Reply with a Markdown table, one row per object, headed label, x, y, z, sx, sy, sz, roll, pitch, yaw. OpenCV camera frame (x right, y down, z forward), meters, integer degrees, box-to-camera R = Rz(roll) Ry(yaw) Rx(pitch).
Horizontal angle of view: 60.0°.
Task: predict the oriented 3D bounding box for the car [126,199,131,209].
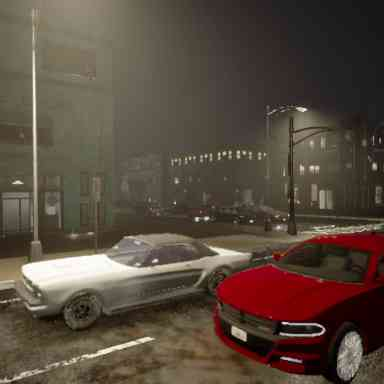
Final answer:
| label | x | y | z | sx | sy | sz | roll | pitch | yaw |
| --- | --- | --- | --- | --- | --- | --- | --- | --- | --- |
| car | -6.392 | 1.998 | 44.358 | 2.033 | 1.411 | 5.357 | -1 | 0 | -35 |

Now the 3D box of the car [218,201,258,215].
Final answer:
| label | x | y | z | sx | sy | sz | roll | pitch | yaw |
| --- | --- | --- | --- | --- | --- | --- | --- | --- | --- |
| car | 5.197 | 1.809 | 38.030 | 2.008 | 1.369 | 4.403 | -2 | 0 | -35 |

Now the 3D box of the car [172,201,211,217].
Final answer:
| label | x | y | z | sx | sy | sz | roll | pitch | yaw |
| --- | --- | --- | --- | --- | --- | --- | --- | --- | --- |
| car | -0.295 | 1.895 | 35.756 | 1.994 | 1.385 | 4.181 | -1 | 0 | -37 |

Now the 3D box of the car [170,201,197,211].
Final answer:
| label | x | y | z | sx | sy | sz | roll | pitch | yaw |
| --- | --- | --- | --- | --- | --- | --- | --- | --- | --- |
| car | -1.221 | 1.965 | 47.049 | 1.802 | 1.307 | 4.206 | -2 | 0 | -35 |

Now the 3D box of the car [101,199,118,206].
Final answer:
| label | x | y | z | sx | sy | sz | roll | pitch | yaw |
| --- | --- | --- | --- | --- | --- | --- | --- | --- | --- |
| car | -17.270 | 2.226 | 69.596 | 1.887 | 1.381 | 4.507 | -1 | 0 | -35 |

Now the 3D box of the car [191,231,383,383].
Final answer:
| label | x | y | z | sx | sy | sz | roll | pitch | yaw |
| --- | --- | --- | --- | --- | --- | --- | --- | --- | --- |
| car | 2.612 | 1.476 | 5.549 | 5.008 | 1.535 | 1.882 | 0 | 0 | -36 |

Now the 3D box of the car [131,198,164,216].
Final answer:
| label | x | y | z | sx | sy | sz | roll | pitch | yaw |
| --- | --- | --- | --- | --- | --- | --- | --- | --- | --- |
| car | -4.842 | 1.845 | 37.678 | 1.967 | 1.590 | 4.097 | -1 | 0 | -35 |

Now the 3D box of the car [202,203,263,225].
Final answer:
| label | x | y | z | sx | sy | sz | roll | pitch | yaw |
| --- | --- | --- | --- | --- | --- | --- | --- | --- | --- |
| car | 3.108 | 1.814 | 26.302 | 1.947 | 1.339 | 4.313 | -2 | 0 | -35 |

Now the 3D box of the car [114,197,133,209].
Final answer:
| label | x | y | z | sx | sy | sz | roll | pitch | yaw |
| --- | --- | --- | --- | --- | --- | --- | --- | --- | --- |
| car | -11.362 | 2.087 | 56.846 | 1.812 | 1.442 | 4.674 | -1 | 0 | -35 |

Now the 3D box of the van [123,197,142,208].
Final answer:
| label | x | y | z | sx | sy | sz | roll | pitch | yaw |
| --- | --- | --- | --- | --- | --- | --- | --- | --- | --- |
| van | -10.856 | 1.906 | 60.577 | 1.690 | 1.788 | 3.998 | -1 | 0 | -35 |

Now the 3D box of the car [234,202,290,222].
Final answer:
| label | x | y | z | sx | sy | sz | roll | pitch | yaw |
| --- | --- | --- | --- | --- | --- | --- | --- | --- | --- |
| car | 5.514 | 1.764 | 27.614 | 2.033 | 1.411 | 5.357 | -1 | 0 | -36 |

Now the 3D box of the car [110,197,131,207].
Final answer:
| label | x | y | z | sx | sy | sz | roll | pitch | yaw |
| --- | --- | --- | --- | --- | --- | --- | --- | --- | --- |
| car | -14.066 | 1.939 | 65.087 | 2.192 | 1.841 | 5.009 | -1 | 0 | -35 |

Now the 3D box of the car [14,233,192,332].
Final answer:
| label | x | y | z | sx | sy | sz | roll | pitch | yaw |
| --- | --- | --- | --- | --- | --- | --- | --- | --- | --- |
| car | -1.014 | 1.600 | 6.955 | 4.718 | 1.301 | 1.895 | 0 | 0 | -36 |
